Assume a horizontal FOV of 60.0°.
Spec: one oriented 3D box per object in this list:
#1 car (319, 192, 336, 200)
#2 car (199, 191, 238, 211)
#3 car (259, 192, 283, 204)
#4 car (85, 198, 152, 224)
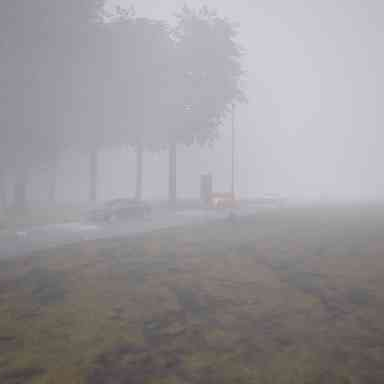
[{"bbox_3d":[22.579,0.671,55.255,1.895,1.301,4.718,1,1,35],"label":"car"},{"bbox_3d":[2.645,0.789,32.329,2.097,1.767,4.553,1,1,35],"label":"car"},{"bbox_3d":[10.287,0.767,43.006,1.812,1.442,4.674,1,1,36],"label":"car"},{"bbox_3d":[-4.712,1.161,22.013,1.837,1.490,4.892,1,2,35],"label":"car"}]
